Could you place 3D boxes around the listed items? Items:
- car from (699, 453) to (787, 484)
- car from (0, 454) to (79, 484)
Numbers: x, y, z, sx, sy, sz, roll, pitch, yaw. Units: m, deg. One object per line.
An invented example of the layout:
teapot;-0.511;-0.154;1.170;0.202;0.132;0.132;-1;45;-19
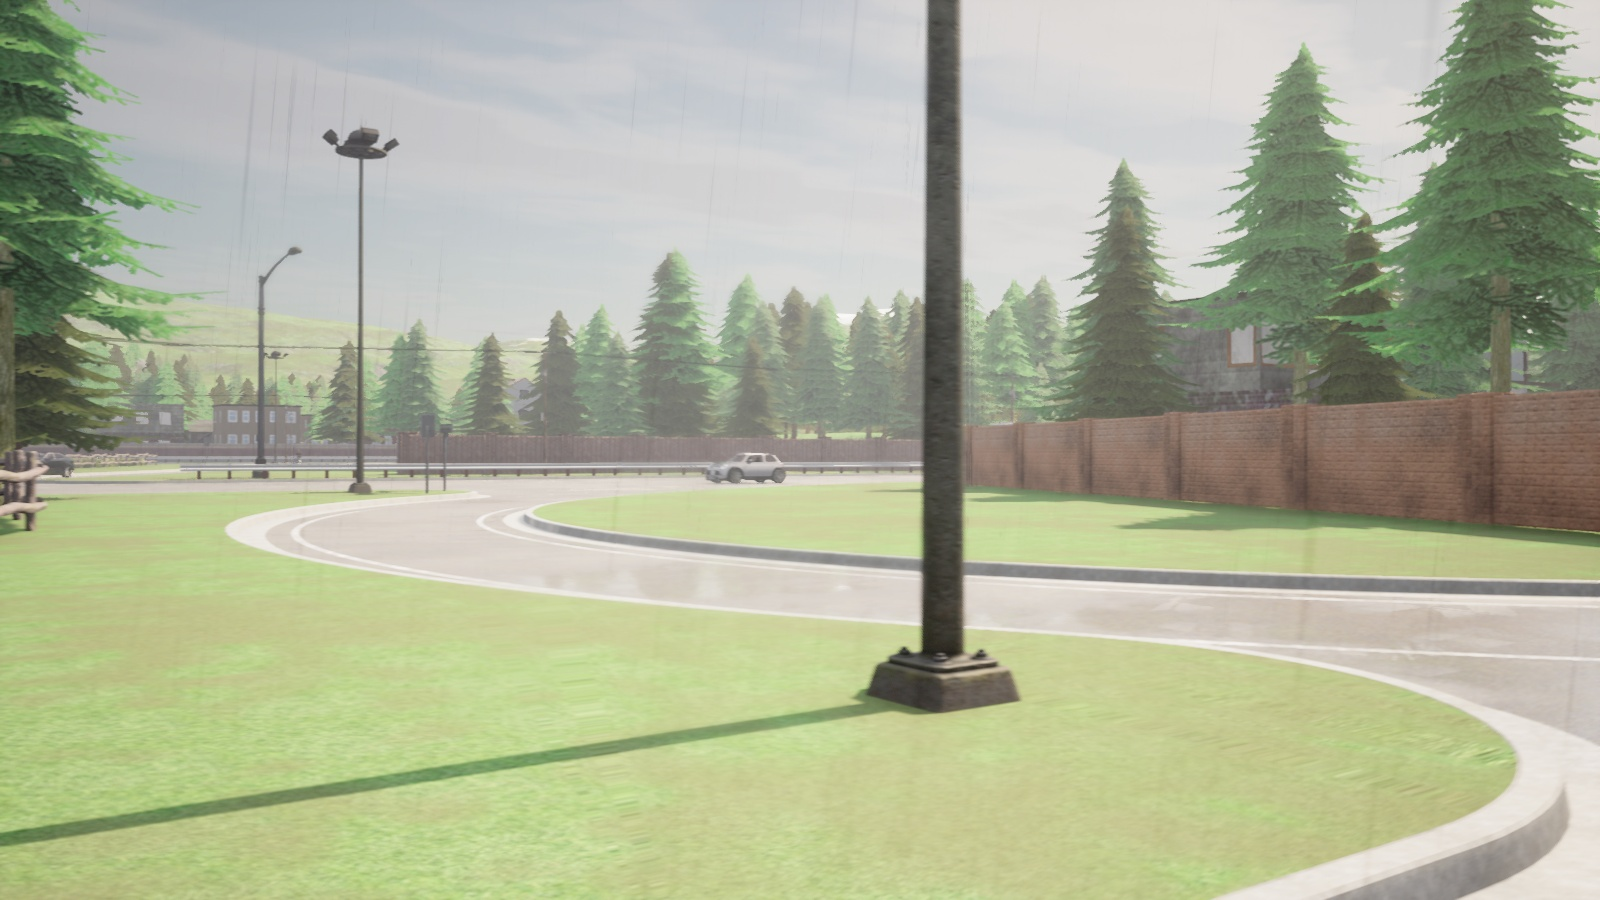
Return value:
car;-2.780;0.866;61.053;3.806;1.475;1.970;0;0;-35
car;-39.825;0.945;65.293;2.128;1.511;4.902;0;0;-3
